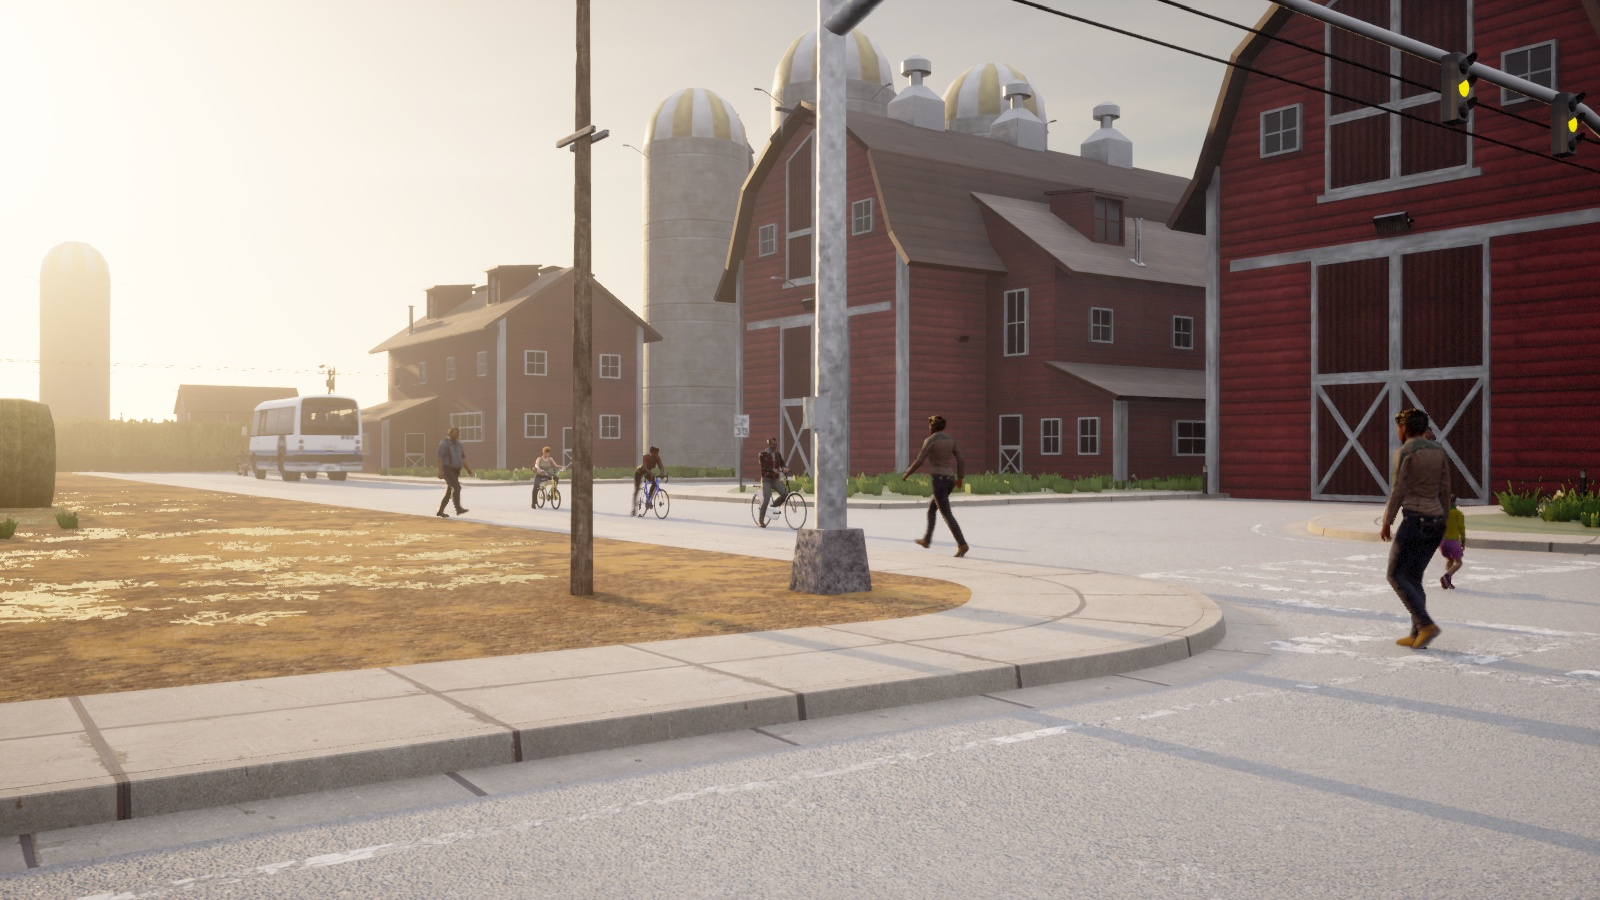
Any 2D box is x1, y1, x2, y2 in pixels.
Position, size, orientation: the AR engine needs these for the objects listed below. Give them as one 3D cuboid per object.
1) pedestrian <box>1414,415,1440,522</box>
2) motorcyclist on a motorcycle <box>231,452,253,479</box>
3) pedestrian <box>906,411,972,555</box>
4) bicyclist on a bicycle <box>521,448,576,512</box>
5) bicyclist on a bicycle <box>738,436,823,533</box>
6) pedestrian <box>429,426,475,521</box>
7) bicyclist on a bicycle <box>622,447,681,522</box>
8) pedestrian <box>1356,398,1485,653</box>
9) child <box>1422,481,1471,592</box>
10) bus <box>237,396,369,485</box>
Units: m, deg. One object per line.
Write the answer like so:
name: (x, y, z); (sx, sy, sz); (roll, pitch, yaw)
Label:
pedestrian: (11.666, 0.341, 23.352); (0.423, 1.949, 0.788); (0, 0, 27)
motorcyclist on a motorcycle: (-33.980, 0.927, 76.413); (0.766, 1.649, 2.350); (0, 0, -36)
pedestrian: (1.782, 0.416, 16.144); (0.328, 1.805, 0.869); (0, 0, -38)
bicyclist on a bicycle: (-6.515, 0.748, 32.483); (0.866, 1.612, 1.509); (0, 0, -36)
bicyclist on a bicycle: (-0.399, 0.641, 24.027); (0.659, 1.776, 1.843); (-1, 0, -36)
pedestrian: (-6.867, 0.455, 24.811); (0.694, 1.848, 0.540); (0, 0, 27)
bicyclist on a bicycle: (-3.330, 0.747, 28.081); (0.582, 1.620, 1.656); (0, 0, -36)
pedestrian: (4.599, 0.536, 9.349); (0.328, 1.805, 0.869); (0, 0, -20)
child: (6.948, 0.918, 13.490); (0.473, 1.160, 0.299); (0, 0, -39)
bus: (-26.082, -0.443, 65.497); (3.944, 4.253, 10.273); (0, 0, -36)
